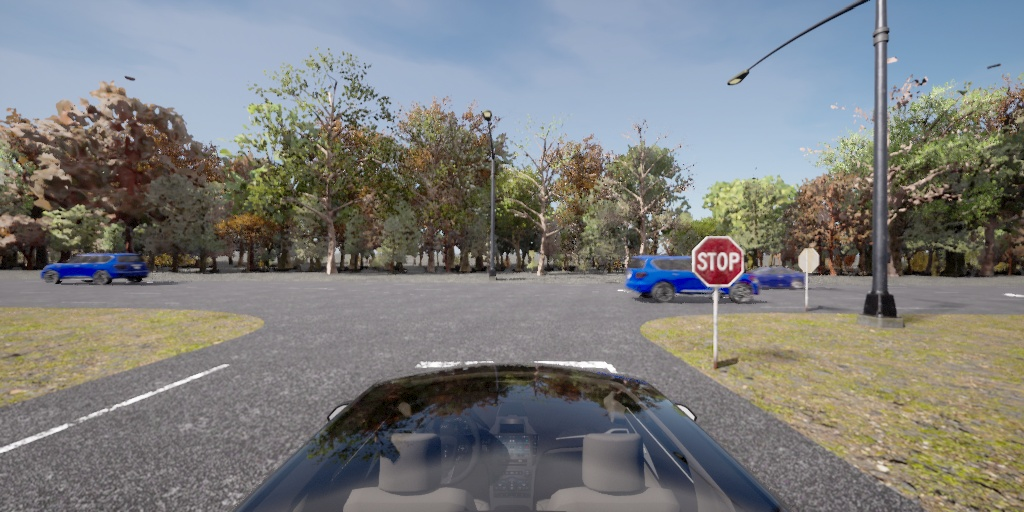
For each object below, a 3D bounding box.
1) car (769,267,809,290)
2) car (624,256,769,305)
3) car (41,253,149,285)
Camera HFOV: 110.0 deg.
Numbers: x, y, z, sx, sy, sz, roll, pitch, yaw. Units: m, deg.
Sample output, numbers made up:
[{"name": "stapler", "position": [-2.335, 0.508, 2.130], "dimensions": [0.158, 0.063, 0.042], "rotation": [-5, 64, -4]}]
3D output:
[{"name": "car", "position": [16.449, 1.446, 23.153], "dimensions": [4.674, 1.442, 1.812], "rotation": [-1, 0, 1]}, {"name": "car", "position": [7.986, 1.025, 16.232], "dimensions": [5.566, 2.045, 2.150], "rotation": [1, 0, 0]}, {"name": "car", "position": [-27.421, 0.844, 23.738], "dimensions": [5.566, 2.045, 2.150], "rotation": [0, 0, 2]}]
